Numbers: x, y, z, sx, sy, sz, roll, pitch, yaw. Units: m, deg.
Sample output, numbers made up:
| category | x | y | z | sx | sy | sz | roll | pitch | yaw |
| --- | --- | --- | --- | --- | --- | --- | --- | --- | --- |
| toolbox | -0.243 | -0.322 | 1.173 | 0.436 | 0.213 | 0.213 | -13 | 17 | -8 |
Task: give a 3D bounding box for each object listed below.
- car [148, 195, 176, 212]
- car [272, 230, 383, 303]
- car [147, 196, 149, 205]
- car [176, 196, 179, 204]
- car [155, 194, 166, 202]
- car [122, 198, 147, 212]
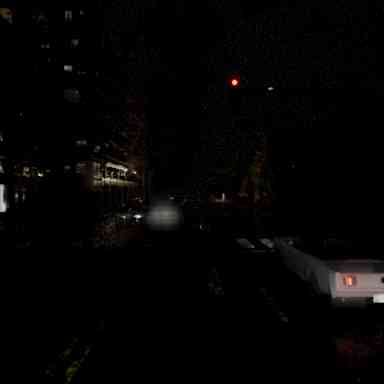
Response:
| category | x | y | z | sx | sy | sz | roll | pitch | yaw |
| --- | --- | --- | --- | --- | --- | --- | --- | --- | --- |
| car | -3.369 | 1.391 | 38.115 | 2.128 | 1.511 | 4.902 | 0 | 0 | 0 |
| car | 3.341 | 1.578 | 8.064 | 1.895 | 1.301 | 4.718 | 0 | 0 | 0 |
| car | -6.607 | 1.413 | 53.850 | 2.033 | 1.411 | 5.357 | 0 | 0 | 1 |
| car | -3.307 | 1.397 | 61.682 | 2.033 | 1.411 | 5.357 | 0 | 0 | 0 |
| car | -6.548 | 1.312 | 69.388 | 1.882 | 1.535 | 5.008 | 0 | 0 | 0 |
| car | -6.621 | 1.502 | 37.677 | 1.895 | 1.301 | 4.718 | 0 | 0 | 0 |
